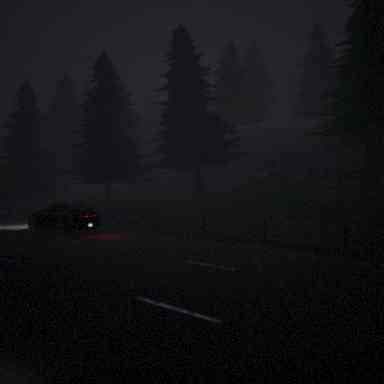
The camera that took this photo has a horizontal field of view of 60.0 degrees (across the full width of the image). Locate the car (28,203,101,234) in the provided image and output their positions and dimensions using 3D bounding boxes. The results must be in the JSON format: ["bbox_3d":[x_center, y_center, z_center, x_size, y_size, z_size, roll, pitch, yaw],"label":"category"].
[{"bbox_3d":[-6.988,1.351,18.004,4.892,1.490,1.837,1,0,37],"label":"car"}]
